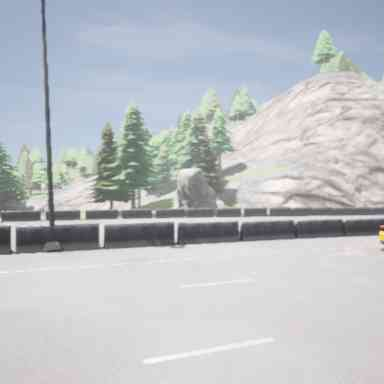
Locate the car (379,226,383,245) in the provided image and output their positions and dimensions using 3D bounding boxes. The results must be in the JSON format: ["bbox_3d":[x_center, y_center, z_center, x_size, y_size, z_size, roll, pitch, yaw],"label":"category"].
[{"bbox_3d":[10.562,1.786,14.556,5.008,1.535,1.882,1,-1,-21],"label":"car"}]
